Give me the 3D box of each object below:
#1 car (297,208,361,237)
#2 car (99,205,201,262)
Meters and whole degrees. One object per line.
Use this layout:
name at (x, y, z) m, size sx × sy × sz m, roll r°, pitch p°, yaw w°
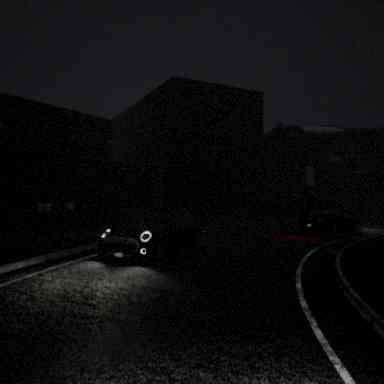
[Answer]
car at (8.122, 1.664, 19.479) m, size 5.008 × 1.535 × 1.882 m, roll 1°, pitch -1°, yaw -42°
car at (-1.369, 1.398, 12.462) m, size 2.097 × 1.767 × 4.553 m, roll 0°, pitch 0°, yaw 25°
